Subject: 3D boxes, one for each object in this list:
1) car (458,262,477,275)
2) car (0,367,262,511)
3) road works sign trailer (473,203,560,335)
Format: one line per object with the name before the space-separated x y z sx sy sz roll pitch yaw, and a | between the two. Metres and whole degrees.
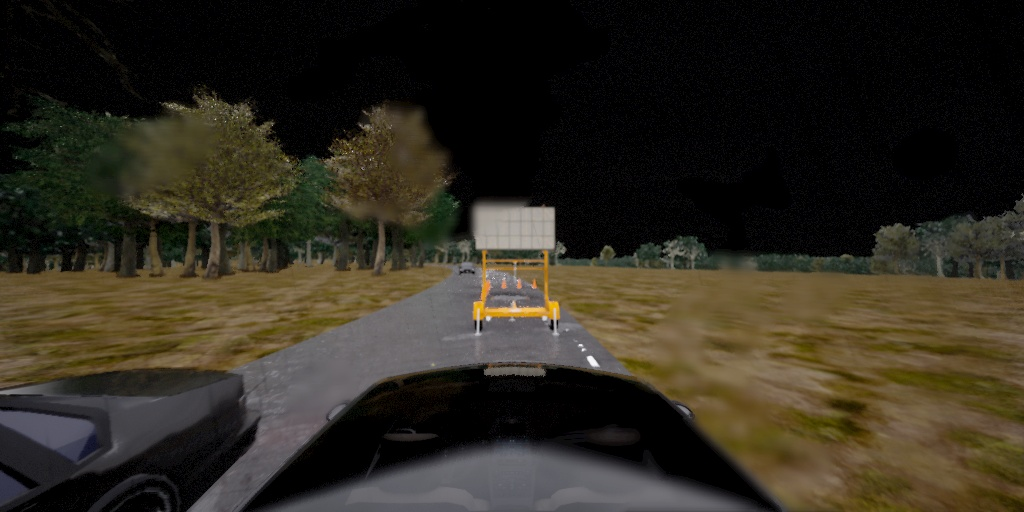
car | -5.210 1.430 41.651 1.837 1.490 4.892 0 0 -8
car | -3.096 1.290 0.733 2.033 1.411 5.357 0 0 0
road works sign trailer | 0.089 0.254 10.631 2.380 3.560 2.880 0 0 -2
